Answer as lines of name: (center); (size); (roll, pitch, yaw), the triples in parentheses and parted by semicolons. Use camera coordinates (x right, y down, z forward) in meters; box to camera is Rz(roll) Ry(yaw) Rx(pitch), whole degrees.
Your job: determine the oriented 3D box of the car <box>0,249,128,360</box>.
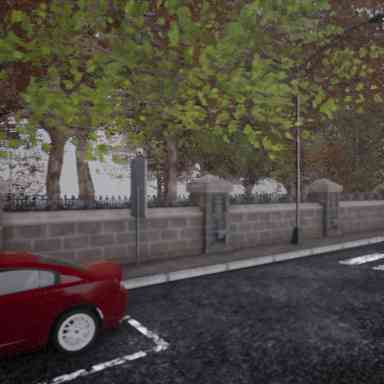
car: (-3.112, 1.545, 4.496); (4.507, 1.381, 1.887); (0, 0, -35)
